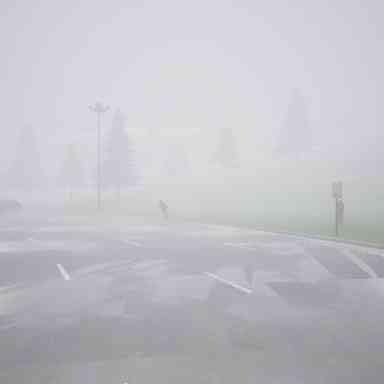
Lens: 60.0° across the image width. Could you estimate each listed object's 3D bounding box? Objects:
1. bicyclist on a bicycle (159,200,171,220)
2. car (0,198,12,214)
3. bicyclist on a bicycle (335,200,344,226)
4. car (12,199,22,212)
[{"bbox_3d":[-2.177,1.432,25.967,0.582,1.620,1.656,-16,3,-31],"label":"bicyclist on a bicycle"},{"bbox_3d":[-20.790,1.526,33.567,4.674,1.442,1.812,0,0,28],"label":"car"},{"bbox_3d":[9.352,1.306,21.014,0.582,1.620,1.656,0,-2,16],"label":"bicyclist on a bicycle"},{"bbox_3d":[-21.570,1.505,37.815,4.892,1.490,1.837,0,0,26],"label":"car"}]
